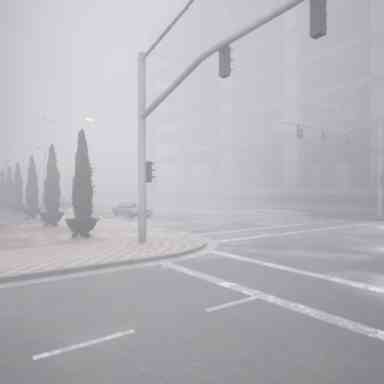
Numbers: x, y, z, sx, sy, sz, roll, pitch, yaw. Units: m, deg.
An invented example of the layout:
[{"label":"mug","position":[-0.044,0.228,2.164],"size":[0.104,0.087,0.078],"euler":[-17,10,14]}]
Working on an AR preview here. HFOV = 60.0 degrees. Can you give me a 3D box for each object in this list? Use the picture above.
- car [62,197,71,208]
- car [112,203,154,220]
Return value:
[{"label":"car","position":[-18.837,1.498,48.160],"size":[1.837,1.490,4.892],"euler":[0,0,-35]},{"label":"car","position":[-5.149,1.592,28.656],"size":[1.895,1.301,4.718],"euler":[0,0,-35]}]
